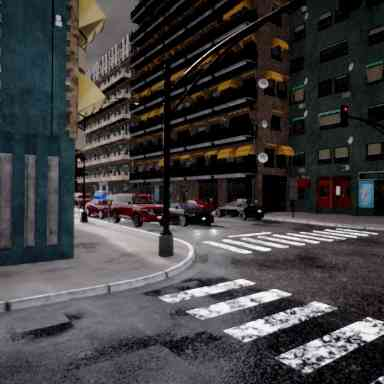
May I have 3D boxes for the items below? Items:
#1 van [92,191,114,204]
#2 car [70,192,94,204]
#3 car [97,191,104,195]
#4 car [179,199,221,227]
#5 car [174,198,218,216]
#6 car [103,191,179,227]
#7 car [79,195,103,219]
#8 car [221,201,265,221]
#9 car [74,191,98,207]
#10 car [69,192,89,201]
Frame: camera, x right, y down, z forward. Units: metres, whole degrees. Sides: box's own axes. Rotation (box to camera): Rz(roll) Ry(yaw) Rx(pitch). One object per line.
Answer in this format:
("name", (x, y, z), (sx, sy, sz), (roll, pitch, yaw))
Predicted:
("van", (-12.767, 0.735, 47.733), (1.690, 1.788, 3.998), (2, 0, -36))
("car", (-15.651, 0.830, 47.191), (1.882, 1.535, 5.008), (1, 0, -36))
("car", (-6.055, 0.977, 28.554), (2.097, 1.767, 4.553), (1, 0, -36))
("car", (-0.475, 1.326, 20.829), (1.994, 1.385, 4.181), (1, 0, -36))
("car", (0.286, 1.297, 29.677), (1.802, 1.307, 4.206), (2, 0, -36))
("car", (-3.255, 1.038, 20.285), (2.192, 1.841, 5.009), (2, 0, -36))
("car", (-6.526, 1.187, 24.798), (1.887, 1.381, 4.507), (2, 0, -36))
("car", (3.551, 1.362, 25.163), (1.947, 1.339, 4.313), (2, 0, -36))
("car", (-12.085, 0.954, 36.904), (1.882, 1.535, 5.008), (1, 0, -36))
("car", (-19.301, 0.778, 56.759), (1.887, 1.381, 4.507), (2, 0, -36))
